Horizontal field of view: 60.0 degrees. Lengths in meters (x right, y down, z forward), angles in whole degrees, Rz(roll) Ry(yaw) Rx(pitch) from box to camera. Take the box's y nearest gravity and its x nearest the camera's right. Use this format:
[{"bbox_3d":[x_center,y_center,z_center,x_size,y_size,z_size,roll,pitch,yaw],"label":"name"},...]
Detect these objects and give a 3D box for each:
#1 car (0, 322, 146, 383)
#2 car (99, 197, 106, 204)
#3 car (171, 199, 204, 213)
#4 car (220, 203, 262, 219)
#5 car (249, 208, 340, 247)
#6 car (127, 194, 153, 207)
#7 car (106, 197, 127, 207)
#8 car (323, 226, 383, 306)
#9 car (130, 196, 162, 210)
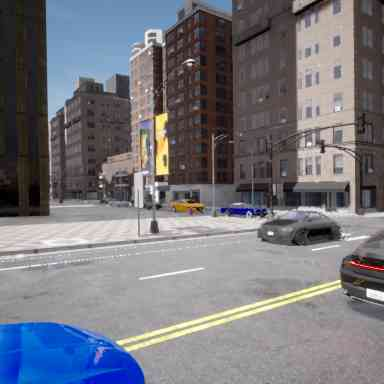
[{"bbox_3d":[-2.596,1.478,1.590,5.008,1.535,1.882,0,0,-35],"label":"car"},{"bbox_3d":[-17.216,1.741,67.568,2.033,1.411,5.357,-1,0,-35],"label":"car"},{"bbox_3d":[-0.556,1.603,38.357,1.882,1.535,5.008,-1,0,-35],"label":"car"},{"bbox_3d":[4.798,1.694,30.753,1.895,1.301,4.718,-1,0,-35],"label":"car"},{"bbox_3d":[4.942,1.564,15.196,4.181,1.385,1.994,0,0,-36],"label":"car"},{"bbox_3d":[-8.099,1.355,54.618,2.150,2.045,5.566,-1,1,-36],"label":"car"},{"bbox_3d":[-11.980,1.796,54.650,1.895,1.301,4.718,-1,0,-35],"label":"car"},{"bbox_3d":[5.095,1.504,7.079,4.892,1.490,1.837,0,0,-36],"label":"car"},{"bbox_3d":[-6.241,1.707,46.440,2.033,1.411,5.357,-1,0,-35],"label":"car"}]
